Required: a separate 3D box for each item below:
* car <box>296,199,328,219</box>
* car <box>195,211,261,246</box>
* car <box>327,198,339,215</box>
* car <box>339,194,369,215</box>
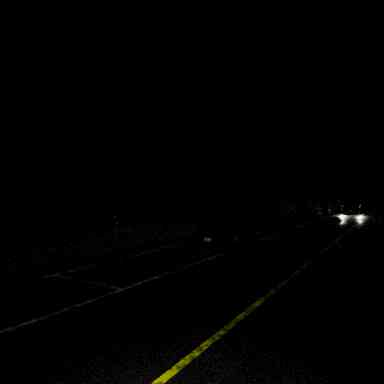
[{"bbox_3d":[10.513,1.583,29.468,1.802,1.307,4.206,0,0,32],"label":"car"},{"bbox_3d":[1.793,1.566,15.372,1.947,1.339,4.313,0,0,32],"label":"car"},{"bbox_3d":[13.420,1.567,34.167,1.947,1.339,4.313,0,0,32],"label":"car"},{"bbox_3d":[16.738,1.352,34.580,2.097,1.767,4.553,0,0,32],"label":"car"}]
